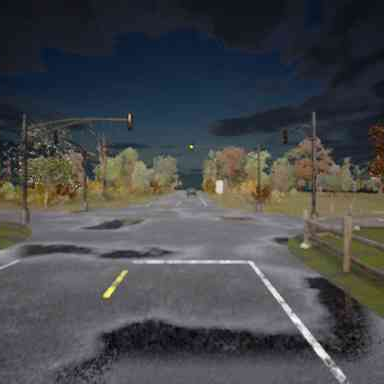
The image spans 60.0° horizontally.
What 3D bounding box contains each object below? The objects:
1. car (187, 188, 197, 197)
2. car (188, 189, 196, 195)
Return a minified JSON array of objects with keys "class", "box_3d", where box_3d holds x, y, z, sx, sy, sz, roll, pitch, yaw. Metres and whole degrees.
[{"class":"car","box_3d":[-0.067,0.022,74.013,2.150,2.045,5.566,0,1,0]},{"class":"car","box_3d":[-0.076,0.022,84.405,2.033,1.411,5.357,0,1,0]}]
